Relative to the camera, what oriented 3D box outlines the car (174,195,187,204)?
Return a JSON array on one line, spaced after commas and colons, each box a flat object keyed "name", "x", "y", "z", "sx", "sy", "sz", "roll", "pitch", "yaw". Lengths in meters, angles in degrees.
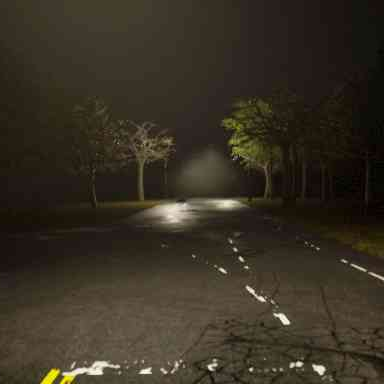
[{"name": "car", "x": -2.002, "y": 1.236, "z": 57.811, "sx": 1.837, "sy": 1.490, "sz": 4.892, "roll": -1, "pitch": 1, "yaw": 2}]
